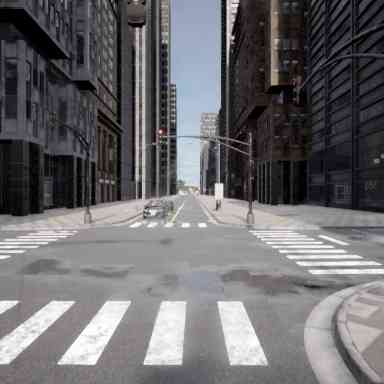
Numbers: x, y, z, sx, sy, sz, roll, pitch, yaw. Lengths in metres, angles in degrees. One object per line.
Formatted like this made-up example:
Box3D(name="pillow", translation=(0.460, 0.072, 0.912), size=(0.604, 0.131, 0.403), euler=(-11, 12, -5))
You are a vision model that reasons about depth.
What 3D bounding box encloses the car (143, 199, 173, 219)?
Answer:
Box3D(name="car", translation=(-3.161, 1.500, 29.481), size=(2.128, 1.511, 4.902), euler=(0, 0, 0))
